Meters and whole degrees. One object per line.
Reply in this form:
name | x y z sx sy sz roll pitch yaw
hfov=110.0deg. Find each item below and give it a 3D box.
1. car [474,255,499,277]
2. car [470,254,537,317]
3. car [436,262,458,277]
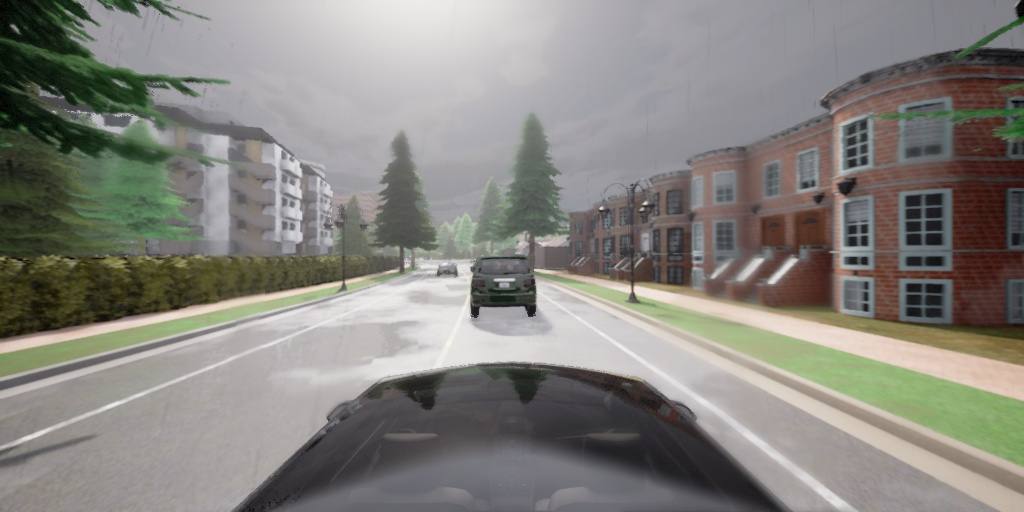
car | -2.691 0.958 36.230 2.150 2.045 5.566 0 0 -8
car | -0.382 0.963 13.377 2.150 2.045 5.566 0 0 -3
car | -6.277 1.324 35.146 1.994 1.385 4.181 0 0 -8
